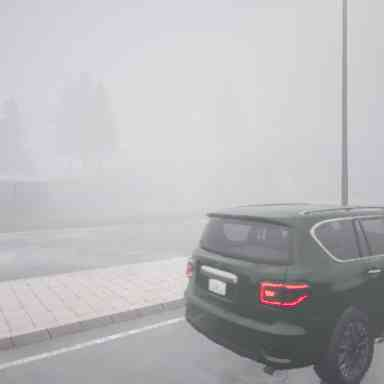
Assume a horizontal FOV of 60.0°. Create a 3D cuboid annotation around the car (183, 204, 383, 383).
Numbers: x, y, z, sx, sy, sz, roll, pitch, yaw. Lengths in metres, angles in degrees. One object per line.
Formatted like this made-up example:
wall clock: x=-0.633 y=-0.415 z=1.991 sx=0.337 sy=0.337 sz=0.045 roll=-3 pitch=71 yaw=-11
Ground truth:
car: x=2.480 y=1.221 z=5.515 sx=5.566 sy=2.045 sz=2.150 roll=0 pitch=0 yaw=-35
